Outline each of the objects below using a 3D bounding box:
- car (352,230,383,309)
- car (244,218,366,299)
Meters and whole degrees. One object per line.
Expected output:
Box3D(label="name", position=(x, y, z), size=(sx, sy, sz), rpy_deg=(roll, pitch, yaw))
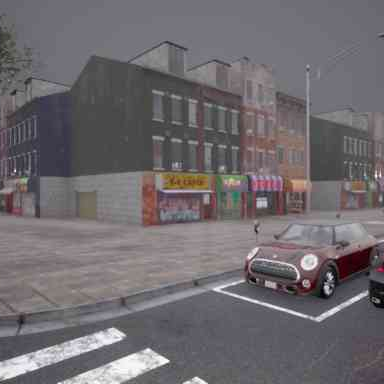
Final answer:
Box3D(label="car", position=(5.265, 1.501, 6.801), size=(4.892, 1.490, 1.837), rpy_deg=(0, 0, -43))
Box3D(label="car", position=(3.130, 1.442, 8.428), size=(4.097, 1.590, 1.967), rpy_deg=(0, 0, -43))
